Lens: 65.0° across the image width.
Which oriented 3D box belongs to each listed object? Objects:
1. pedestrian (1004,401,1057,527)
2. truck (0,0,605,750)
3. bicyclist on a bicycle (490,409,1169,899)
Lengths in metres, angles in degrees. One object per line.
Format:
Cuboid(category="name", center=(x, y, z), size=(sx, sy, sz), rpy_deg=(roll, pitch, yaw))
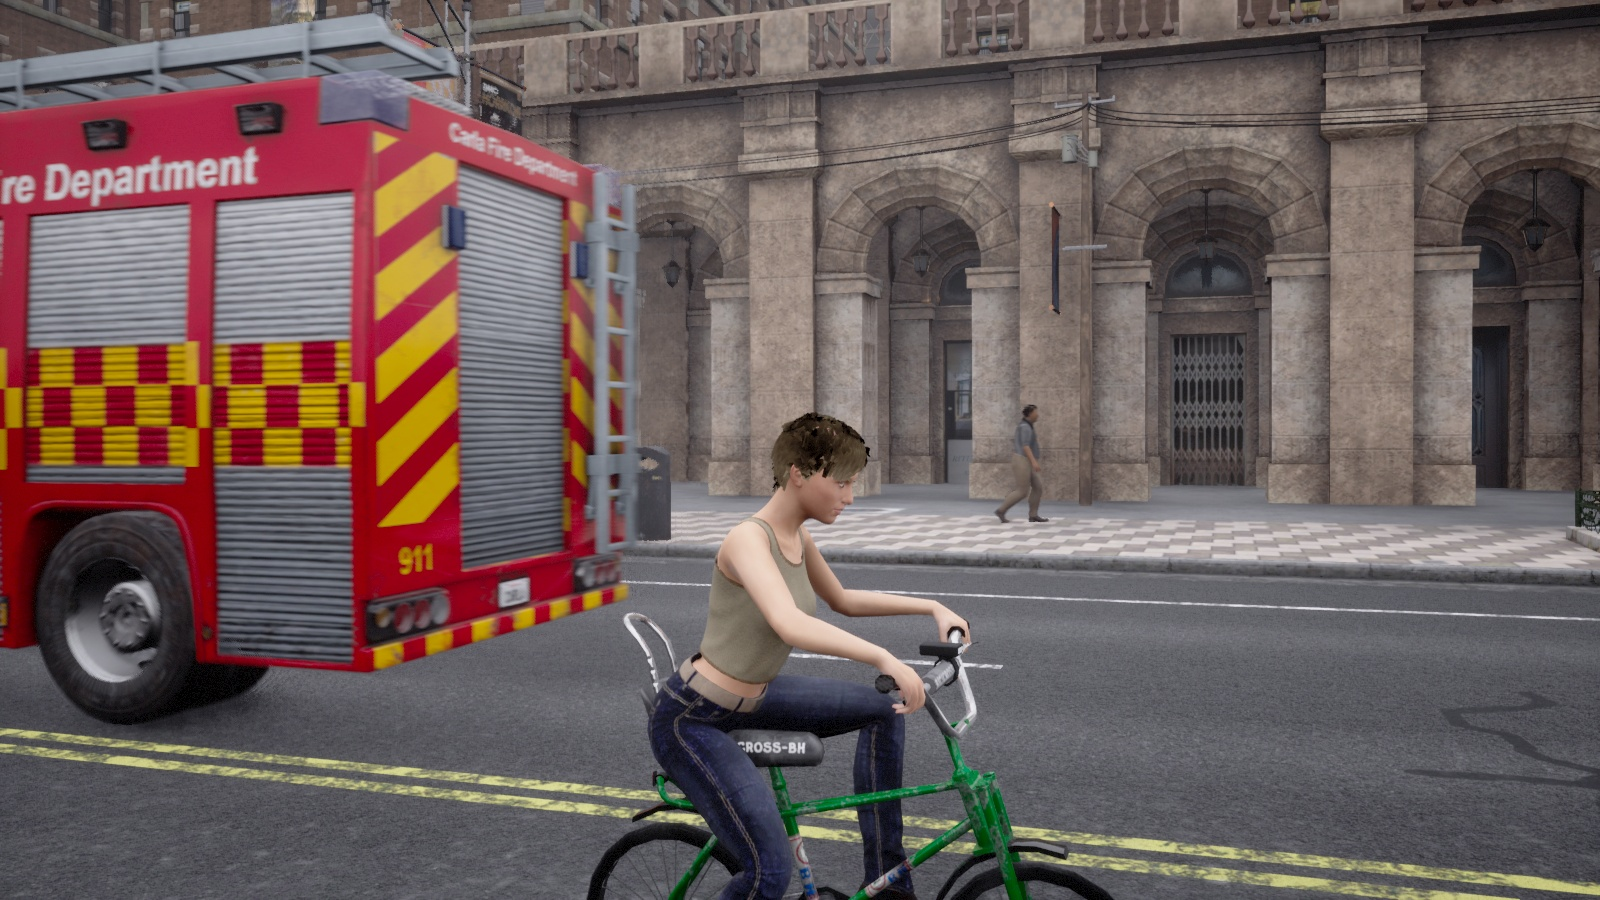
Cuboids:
Cuboid(category="pedestrian", center=(3.445, 0.196, 18.774), size=(0.694, 1.848, 0.540), rpy_deg=(1, 1, 18))
Cuboid(category="truck", center=(-5.849, -0.502, 8.842), size=(8.468, 3.827, 2.891), rpy_deg=(1, 1, 19))
Cuboid(category="bicyclist on a bicycle", center=(0.116, 0.713, 3.158), size=(1.509, 1.612, 0.866), rpy_deg=(1, 1, 19))
